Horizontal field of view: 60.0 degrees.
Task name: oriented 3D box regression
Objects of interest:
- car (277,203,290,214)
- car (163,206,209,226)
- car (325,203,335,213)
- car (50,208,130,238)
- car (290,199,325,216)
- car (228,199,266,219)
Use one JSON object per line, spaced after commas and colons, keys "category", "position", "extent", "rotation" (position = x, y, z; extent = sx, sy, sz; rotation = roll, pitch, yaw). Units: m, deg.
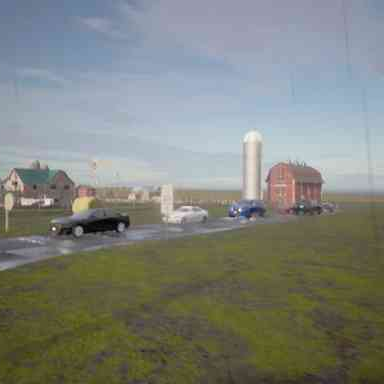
{"category": "car", "position": [13.312, 2.215, 45.714], "extent": [1.882, 1.535, 5.008], "rotation": [1, 0, 37]}
{"category": "car", "position": [-0.390, 1.910, 27.309], "extent": [1.812, 1.442, 4.674], "rotation": [1, 0, 37]}
{"category": "car", "position": [21.103, 2.420, 52.150], "extent": [1.837, 1.490, 4.892], "rotation": [1, -1, 28]}
{"category": "car", "position": [-5.915, 1.727, 19.783], "extent": [1.882, 1.535, 5.008], "rotation": [1, 0, 35]}
{"category": "car", "position": [15.151, 1.973, 43.346], "extent": [2.150, 2.045, 5.566], "rotation": [1, -1, 36]}
{"category": "car", "position": [6.066, 1.770, 36.014], "extent": [2.150, 2.045, 5.566], "rotation": [1, -1, 37]}
